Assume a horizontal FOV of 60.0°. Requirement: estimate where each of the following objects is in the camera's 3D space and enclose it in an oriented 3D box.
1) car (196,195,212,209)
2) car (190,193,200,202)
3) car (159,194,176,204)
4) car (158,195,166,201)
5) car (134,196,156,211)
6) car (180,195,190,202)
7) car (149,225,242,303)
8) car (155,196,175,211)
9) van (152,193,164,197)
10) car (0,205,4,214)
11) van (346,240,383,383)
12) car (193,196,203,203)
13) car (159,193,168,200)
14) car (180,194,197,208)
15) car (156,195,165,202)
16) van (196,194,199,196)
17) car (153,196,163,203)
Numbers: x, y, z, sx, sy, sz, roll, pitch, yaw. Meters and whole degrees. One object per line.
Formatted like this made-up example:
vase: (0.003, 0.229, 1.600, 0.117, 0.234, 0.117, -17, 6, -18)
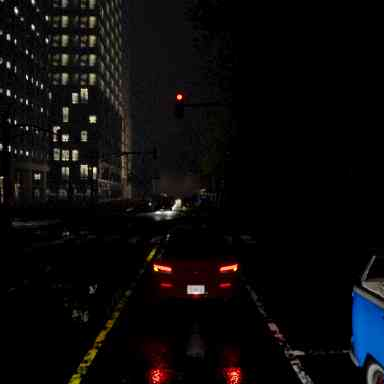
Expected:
car: (1.884, 1.510, 45.837, 1.752, 1.417, 4.829, 0, 0, -2)
car: (0.714, 1.271, 78.921, 2.192, 1.841, 5.009, 0, 0, -3)
car: (-3.665, 1.486, 50.442, 1.837, 1.490, 4.892, 0, 0, -1)
car: (-7.555, 1.532, 84.089, 1.802, 1.307, 4.206, 0, 0, -3)
car: (-5.845, 1.539, 39.744, 2.008, 1.369, 4.403, 0, 0, -1)
car: (-1.711, 1.484, 75.679, 2.128, 1.511, 4.902, 0, 0, -3)
car: (0.051, 1.525, 8.056, 1.812, 1.442, 4.674, 0, 0, 0)
car: (-3.420, 1.551, 40.407, 1.994, 1.385, 4.181, 0, 0, -3)
van: (-6.645, 1.314, 61.915, 1.690, 1.788, 3.998, 0, 0, -2)
car: (-18.229, 1.377, 28.480, 4.206, 1.307, 1.802, 1, 0, 3)
van: (2.558, 1.341, 2.122, 1.690, 1.788, 3.998, 0, 0, 0)
car: (1.163, 1.492, 68.003, 1.752, 1.417, 4.829, 0, 0, -2)
car: (-8.106, 1.252, 95.169, 2.192, 1.841, 5.009, 0, 0, -3)
car: (-0.617, 1.461, 46.953, 1.882, 1.535, 5.008, 0, 0, -2)
car: (-7.302, 1.501, 78.544, 1.887, 1.381, 4.507, 0, 0, -2)
van: (1.732, 1.322, 51.209, 1.690, 1.788, 3.998, 0, 0, -2)
car: (-6.848, 1.512, 67.458, 1.887, 1.381, 4.507, 0, 0, -2)
